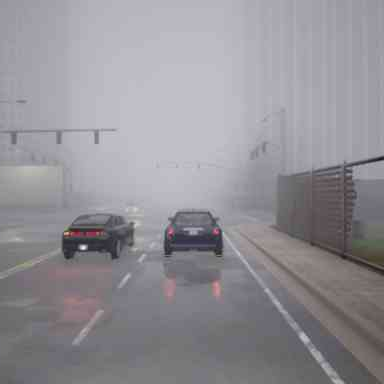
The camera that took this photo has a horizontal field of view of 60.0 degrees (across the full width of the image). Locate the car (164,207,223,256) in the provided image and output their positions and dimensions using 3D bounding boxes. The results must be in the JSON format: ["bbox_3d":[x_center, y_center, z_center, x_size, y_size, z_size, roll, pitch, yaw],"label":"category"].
[{"bbox_3d":[0.063,1.437,13.582,2.097,1.767,4.553,0,0,0],"label":"car"}]

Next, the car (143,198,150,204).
[{"bbox_3d":[-10.497,1.954,74.494,1.895,1.301,4.718,0,0,0],"label":"car"}]

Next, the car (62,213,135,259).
[{"bbox_3d":[-3.438,1.581,12.962,1.837,1.490,4.892,0,-2,0],"label":"car"}]

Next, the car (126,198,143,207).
[{"bbox_3d":[-10.535,1.968,59.463,1.895,1.301,4.718,0,0,1],"label":"car"}]
